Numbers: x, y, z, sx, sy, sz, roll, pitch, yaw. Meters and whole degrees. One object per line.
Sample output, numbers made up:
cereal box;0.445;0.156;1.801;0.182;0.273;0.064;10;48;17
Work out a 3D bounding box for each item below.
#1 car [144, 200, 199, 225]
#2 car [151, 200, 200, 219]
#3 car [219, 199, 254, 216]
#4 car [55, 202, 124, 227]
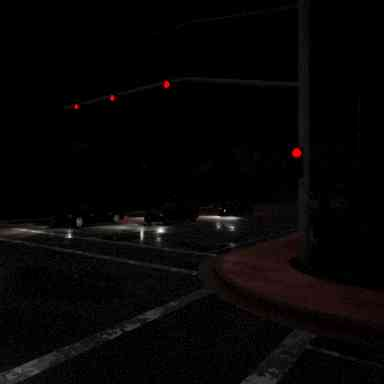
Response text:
car;-1.424;1.477;24.647;1.882;1.535;5.008;0;0;36
car;-1.409;1.504;30.671;1.837;1.490;4.892;0;0;36
car;4.436;1.504;32.786;1.837;1.490;4.892;0;0;36
car;-6.940;1.477;22.956;1.882;1.535;5.008;0;0;36
